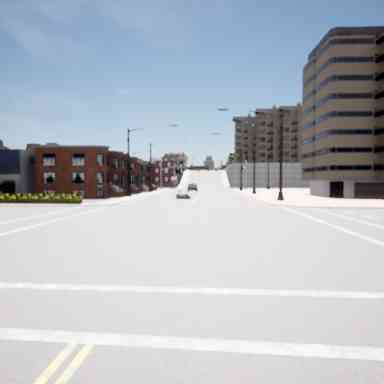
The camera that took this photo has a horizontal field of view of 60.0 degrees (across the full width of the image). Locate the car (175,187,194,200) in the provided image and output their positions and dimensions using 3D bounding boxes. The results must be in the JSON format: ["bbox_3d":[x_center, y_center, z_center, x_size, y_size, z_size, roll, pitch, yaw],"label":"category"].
[{"bbox_3d":[-1.201,0.322,45.745,1.895,1.301,4.718,0,2,3],"label":"car"}]

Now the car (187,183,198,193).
[{"bbox_3d":[0.147,-0.939,71.783,2.150,2.045,5.566,0,2,3],"label":"car"}]
